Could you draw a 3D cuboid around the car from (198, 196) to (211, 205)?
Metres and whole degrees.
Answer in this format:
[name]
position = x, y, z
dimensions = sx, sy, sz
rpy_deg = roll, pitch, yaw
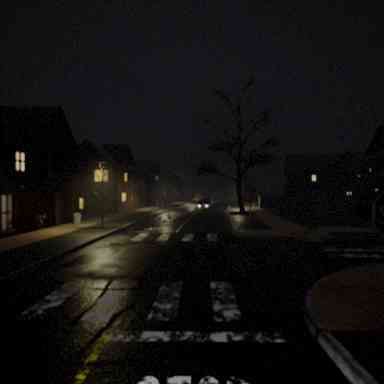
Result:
[car]
position = 2.261, 1.435, 58.502
dimensions = 2.033, 1.411, 5.357
rpy_deg = 0, 0, 9
